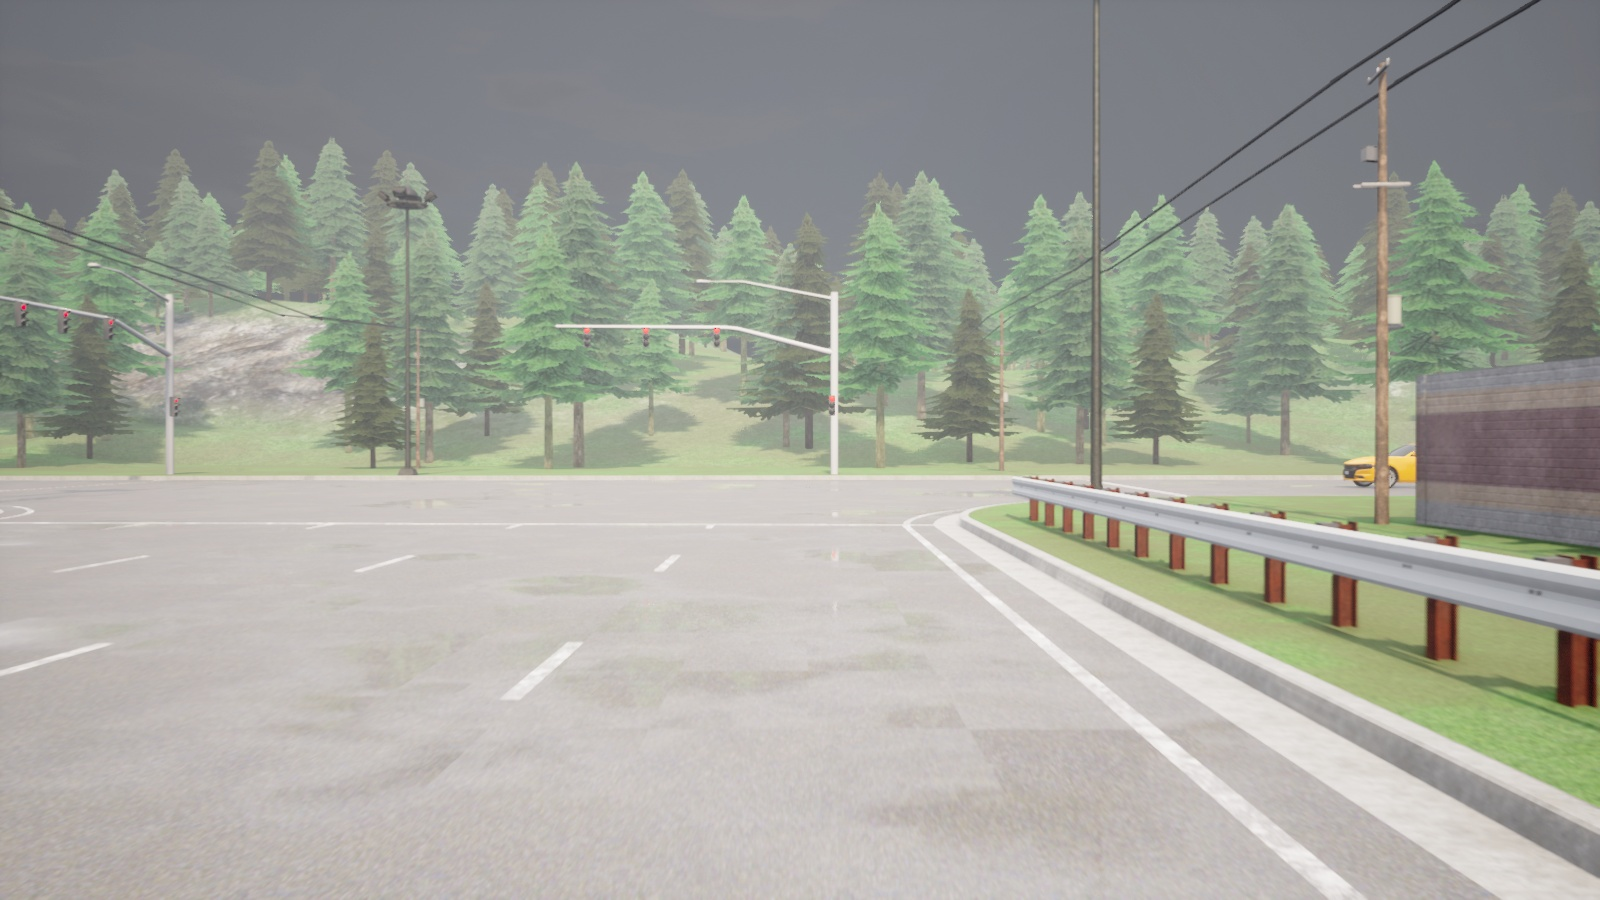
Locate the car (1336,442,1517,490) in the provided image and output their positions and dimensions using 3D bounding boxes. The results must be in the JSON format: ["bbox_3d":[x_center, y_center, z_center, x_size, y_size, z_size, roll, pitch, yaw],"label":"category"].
[{"bbox_3d":[20.473,0.508,41.184,5.008,1.535,1.882,0,0,1],"label":"car"}]
